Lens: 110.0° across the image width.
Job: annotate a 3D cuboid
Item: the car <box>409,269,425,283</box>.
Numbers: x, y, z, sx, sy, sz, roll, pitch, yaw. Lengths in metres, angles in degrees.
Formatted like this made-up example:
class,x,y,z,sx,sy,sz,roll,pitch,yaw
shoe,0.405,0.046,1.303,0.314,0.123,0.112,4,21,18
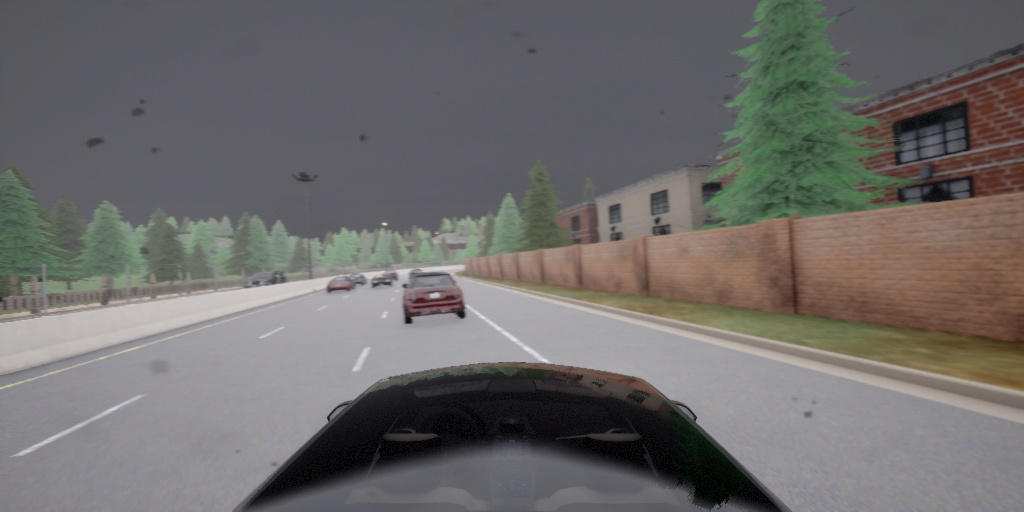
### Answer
class,x,y,z,sx,sy,sz,roll,pitch,yaw
car,-12.125,2.439,45.734,1.837,1.490,4.892,-3,0,-16

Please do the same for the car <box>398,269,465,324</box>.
class,x,y,z,sx,sy,sz,roll,pitch,yaw
car,-3.189,1.420,14.134,2.097,1.767,4.553,-3,-1,-16

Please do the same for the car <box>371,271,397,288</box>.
class,x,y,z,sx,sy,sz,roll,pitch,yaw
car,-13.165,2.507,36.601,1.895,1.301,4.718,-3,-1,-16

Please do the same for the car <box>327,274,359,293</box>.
class,x,y,z,sx,sy,sz,roll,pitch,yaw
car,-15.968,2.613,33.654,1.994,1.385,4.181,-3,-1,-16

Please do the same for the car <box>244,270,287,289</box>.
class,x,y,z,sx,sy,sz,roll,pitch,yaw
car,-23.644,2.473,34.616,2.150,2.045,5.566,-3,-1,-16

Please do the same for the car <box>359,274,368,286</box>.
class,x,y,z,sx,sy,sz,roll,pitch,yaw
car,-18.721,2.863,43.378,2.033,1.411,5.357,-3,-1,-16

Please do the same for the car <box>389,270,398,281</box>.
class,x,y,z,sx,sy,sz,roll,pitch,yaw
car,-17.008,2.757,50.385,1.882,1.535,5.008,-3,0,-14
